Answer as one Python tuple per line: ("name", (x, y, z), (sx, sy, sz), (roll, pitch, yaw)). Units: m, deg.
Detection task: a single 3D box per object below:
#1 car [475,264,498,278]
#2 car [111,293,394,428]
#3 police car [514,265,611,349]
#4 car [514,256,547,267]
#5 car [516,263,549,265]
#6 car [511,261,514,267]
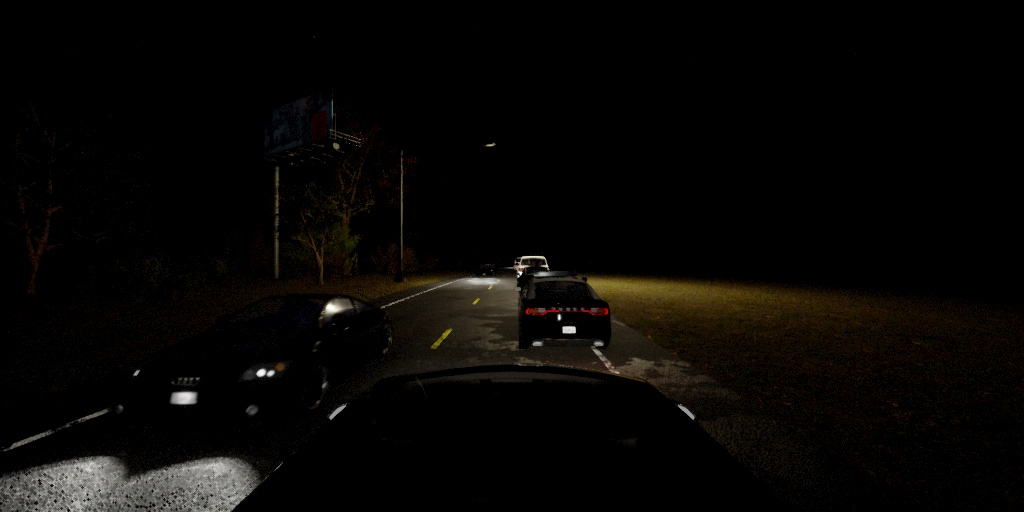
("car", (-2.612, 1.504, 37.131), (1.895, 1.301, 4.718), (0, 0, 3))
("car", (-3.449, 1.317, 5.778), (1.994, 1.385, 4.181), (0, 0, 0))
("police car", (1.099, 1.184, 9.297), (1.930, 1.638, 5.238), (0, 0, 1))
("car", (1.444, 1.044, 25.161), (2.150, 2.045, 5.566), (0, 0, 2))
("car", (1.276, 1.296, 19.152), (1.837, 1.490, 4.892), (0, 0, 1))
("car", (1.391, 1.203, 46.506), (2.150, 2.045, 5.566), (0, 0, 4))
